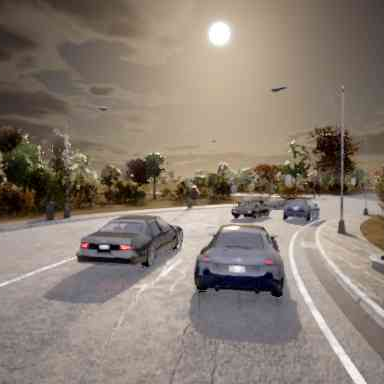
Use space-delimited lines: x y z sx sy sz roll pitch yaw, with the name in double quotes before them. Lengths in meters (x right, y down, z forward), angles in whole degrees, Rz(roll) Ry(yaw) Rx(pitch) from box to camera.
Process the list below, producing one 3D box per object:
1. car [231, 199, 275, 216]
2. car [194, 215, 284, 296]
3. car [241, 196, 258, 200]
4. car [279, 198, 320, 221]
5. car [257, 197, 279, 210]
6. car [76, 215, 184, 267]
"car" 4.995 1.535 27.530 1.895 1.301 4.718 1 0 31
"car" 1.315 1.548 8.803 1.994 1.385 4.181 0 0 11
"car" 7.680 1.302 43.615 1.882 1.535 5.008 1 1 39
"car" 9.134 1.340 27.481 2.097 1.767 4.553 1 1 32
"car" 10.401 1.408 41.428 1.812 1.442 4.674 1 1 39
"car" -1.763 1.504 11.279 2.033 1.411 5.357 0 0 13
